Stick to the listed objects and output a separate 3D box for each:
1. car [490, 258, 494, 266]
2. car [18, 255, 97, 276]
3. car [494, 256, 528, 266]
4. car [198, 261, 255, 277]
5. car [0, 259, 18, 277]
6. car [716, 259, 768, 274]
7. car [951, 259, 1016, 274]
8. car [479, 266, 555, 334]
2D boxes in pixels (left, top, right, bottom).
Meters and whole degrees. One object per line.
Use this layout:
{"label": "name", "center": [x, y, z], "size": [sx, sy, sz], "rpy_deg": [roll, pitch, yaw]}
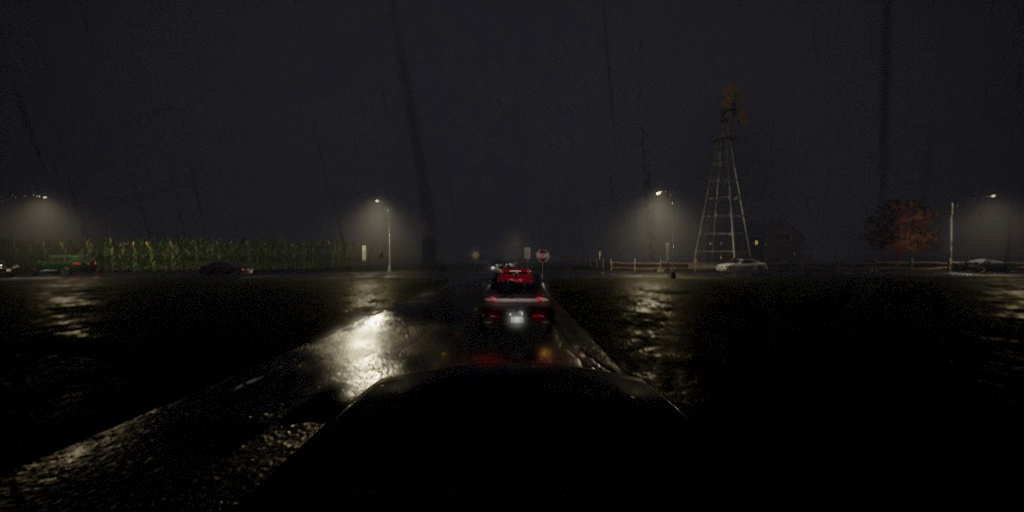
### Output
{"label": "car", "center": [-2.579, 1.012, 60.962], "size": [1.994, 1.385, 4.181], "rpy_deg": [0, 0, 1]}
{"label": "car", "center": [-46.511, 0.954, 37.058], "size": [5.566, 2.045, 2.150], "rpy_deg": [0, 1, -1]}
{"label": "car", "center": [0.225, 1.006, 22.440], "size": [2.097, 1.767, 4.553], "rpy_deg": [0, 0, 1]}
{"label": "car", "center": [-27.225, 1.235, 34.218], "size": [4.674, 1.442, 1.812], "rpy_deg": [0, 1, 0]}
{"label": "car", "center": [-50.744, 1.026, 34.219], "size": [5.566, 2.045, 2.150], "rpy_deg": [-1, 1, 0]}
{"label": "car", "center": [23.126, 1.005, 36.141], "size": [4.674, 1.442, 1.812], "rpy_deg": [0, 1, 2]}
{"label": "car", "center": [46.007, 0.974, 35.053], "size": [4.181, 1.385, 1.994], "rpy_deg": [0, 1, 4]}
{"label": "car", "center": [0.128, 1.202, 10.455], "size": [2.128, 1.511, 4.902], "rpy_deg": [0, 0, 0]}
